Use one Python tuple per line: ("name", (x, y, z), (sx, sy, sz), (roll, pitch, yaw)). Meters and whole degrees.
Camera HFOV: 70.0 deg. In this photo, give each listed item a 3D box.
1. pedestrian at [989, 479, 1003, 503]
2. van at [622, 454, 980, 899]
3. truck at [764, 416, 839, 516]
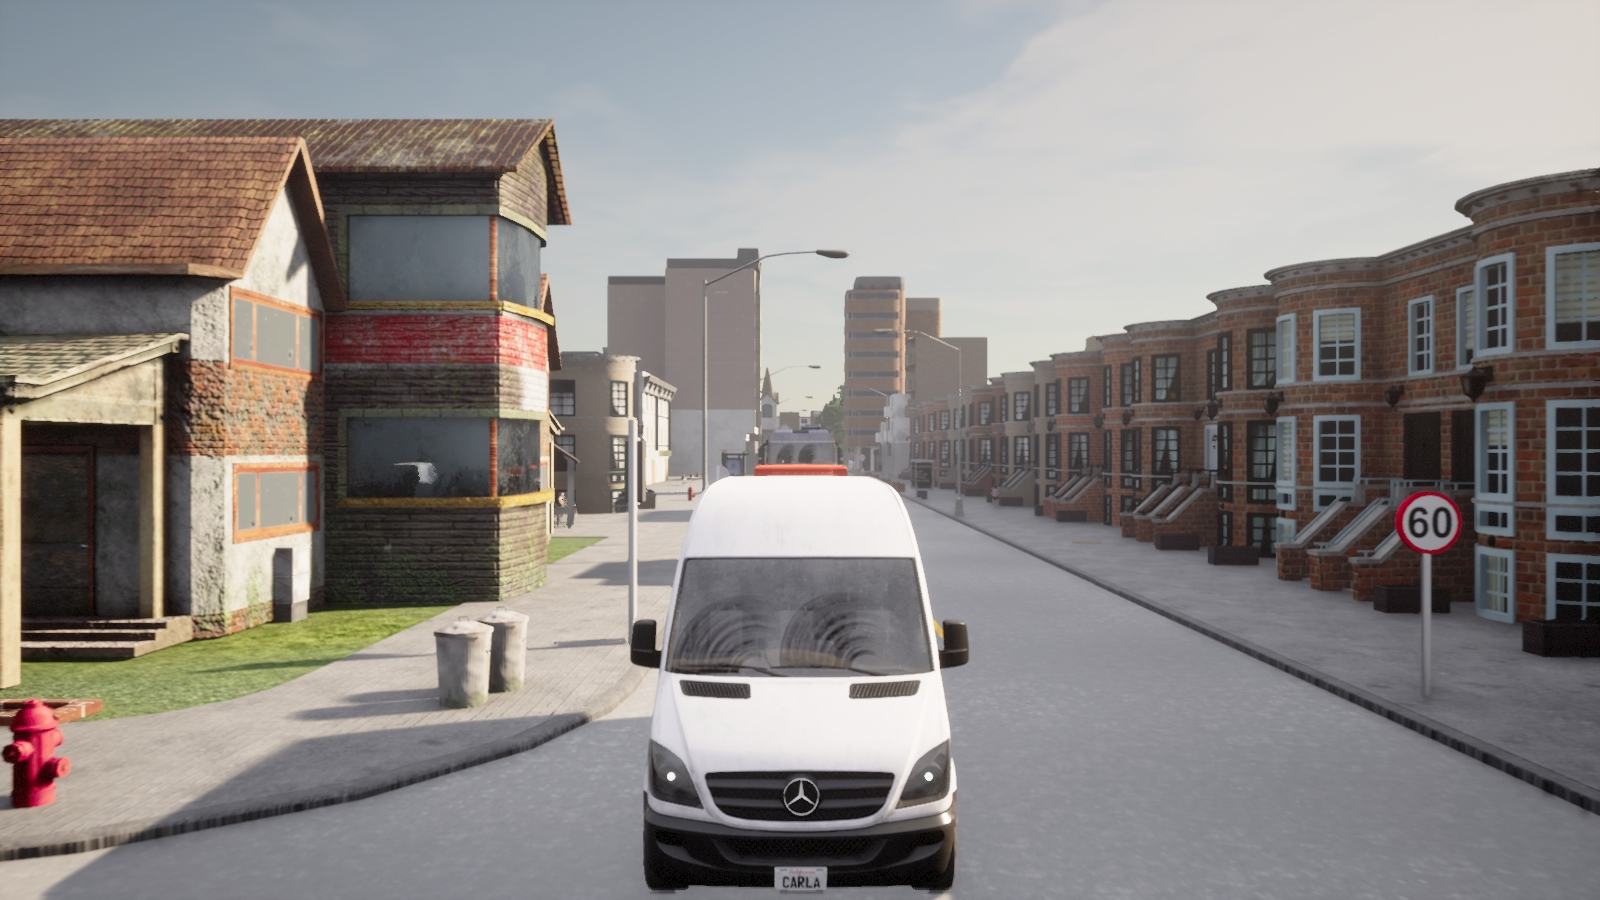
("pedestrian", (9.185, 1.907, 53.594), (0.500, 1.100, 0.500), (0, 0, -7))
("van", (0.004, 1.316, 9.319), (1.988, 2.561, 5.915), (0, 0, 0))
("truck", (0.030, 0.668, 48.040), (2.891, 3.827, 8.468), (0, -1, 0))
